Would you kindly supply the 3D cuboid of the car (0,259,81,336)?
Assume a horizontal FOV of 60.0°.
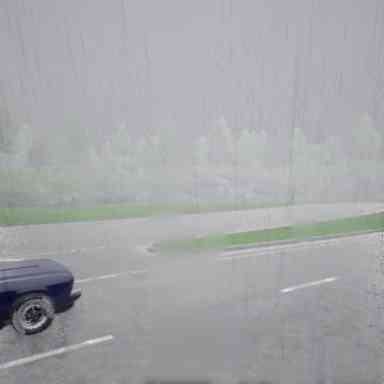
[{"bbox_3d":[-4.237,1.605,5.021,4.718,1.301,1.895,0,0,-35],"label":"car"}]
